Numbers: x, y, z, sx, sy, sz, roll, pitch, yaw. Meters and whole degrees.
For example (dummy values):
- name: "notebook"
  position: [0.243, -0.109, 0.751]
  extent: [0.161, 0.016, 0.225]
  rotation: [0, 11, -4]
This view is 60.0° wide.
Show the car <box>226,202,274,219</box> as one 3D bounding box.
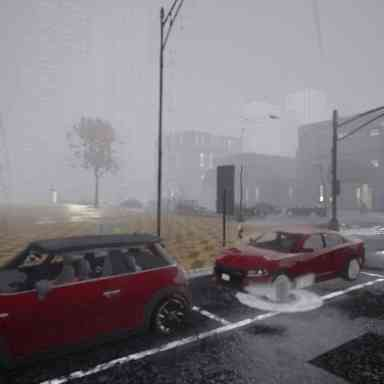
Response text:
- name: "car"
  position: [4.705, 1.707, 30.137]
  extent: [1.895, 1.301, 4.718]
  rotation: [1, -1, -35]

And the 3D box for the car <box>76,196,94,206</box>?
- name: "car"
  position: [-18.684, 1.768, 59.339]
  extent: [1.752, 1.417, 4.829]
  rotation: [1, -1, -35]

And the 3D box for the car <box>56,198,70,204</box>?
- name: "car"
  position: [-28.265, 1.891, 73.166]
  extent: [1.947, 1.339, 4.313]
  rotation: [1, -1, -35]

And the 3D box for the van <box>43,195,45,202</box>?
- name: "van"
  position: [-37.750, 1.748, 86.856]
  extent: [1.690, 1.788, 3.998]
  rotation: [1, -1, -35]

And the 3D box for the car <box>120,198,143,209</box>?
- name: "car"
  position: [-9.105, 1.823, 50.146]
  extent: [1.895, 1.301, 4.718]
  rotation: [1, -1, -34]

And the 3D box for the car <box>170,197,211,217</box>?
- name: "car"
  position: [0.084, 1.522, 32.031]
  extent: [1.967, 1.590, 4.097]
  rotation: [1, -1, -35]

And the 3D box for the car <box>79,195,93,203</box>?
- name: "car"
  position: [-27.701, 1.830, 87.068]
  extent: [2.192, 1.841, 5.009]
  rotation: [1, -1, -35]

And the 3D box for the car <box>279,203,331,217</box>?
- name: "car"
  position: [10.908, 1.742, 31.574]
  extent: [2.008, 1.369, 4.403]
  rotation: [1, -1, -35]

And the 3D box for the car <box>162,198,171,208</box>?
- name: "car"
  position: [-2.339, 1.615, 50.616]
  extent: [2.192, 1.841, 5.009]
  rotation: [1, -1, -35]

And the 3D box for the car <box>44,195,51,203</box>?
- name: "car"
  position: [-34.493, 1.904, 82.152]
  extent: [1.752, 1.417, 4.829]
  rotation: [1, -1, -35]

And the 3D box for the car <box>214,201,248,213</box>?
- name: "car"
  position: [4.664, 1.824, 40.583]
  extent: [1.802, 1.307, 4.206]
  rotation: [1, -1, -35]

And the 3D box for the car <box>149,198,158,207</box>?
- name: "car"
  position: [-5.529, 1.766, 55.159]
  extent: [1.967, 1.590, 4.097]
  rotation: [1, -1, -35]

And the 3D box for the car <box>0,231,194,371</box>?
- name: "car"
  position: [-2.050, 1.442, 5.041]
  extent: [4.097, 1.590, 1.967]
  rotation: [0, 1, -35]

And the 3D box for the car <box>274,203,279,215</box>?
- name: "car"
  position: [7.786, 1.782, 36.080]
  extent: [1.947, 1.339, 4.313]
  rotation: [1, -1, -35]

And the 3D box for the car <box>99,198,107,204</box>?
- name: "car"
  position: [-21.476, 1.986, 78.080]
  extent: [1.752, 1.417, 4.829]
  rotation: [1, -1, -35]

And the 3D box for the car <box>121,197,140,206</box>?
- name: "car"
  position: [-11.894, 1.819, 64.254]
  extent: [1.967, 1.590, 4.097]
  rotation: [1, -1, -35]

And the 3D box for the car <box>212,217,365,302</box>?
- name: "car"
  position: [2.544, 1.557, 8.321]
  extent: [4.507, 1.381, 1.887]
  rotation: [0, 1, -35]
